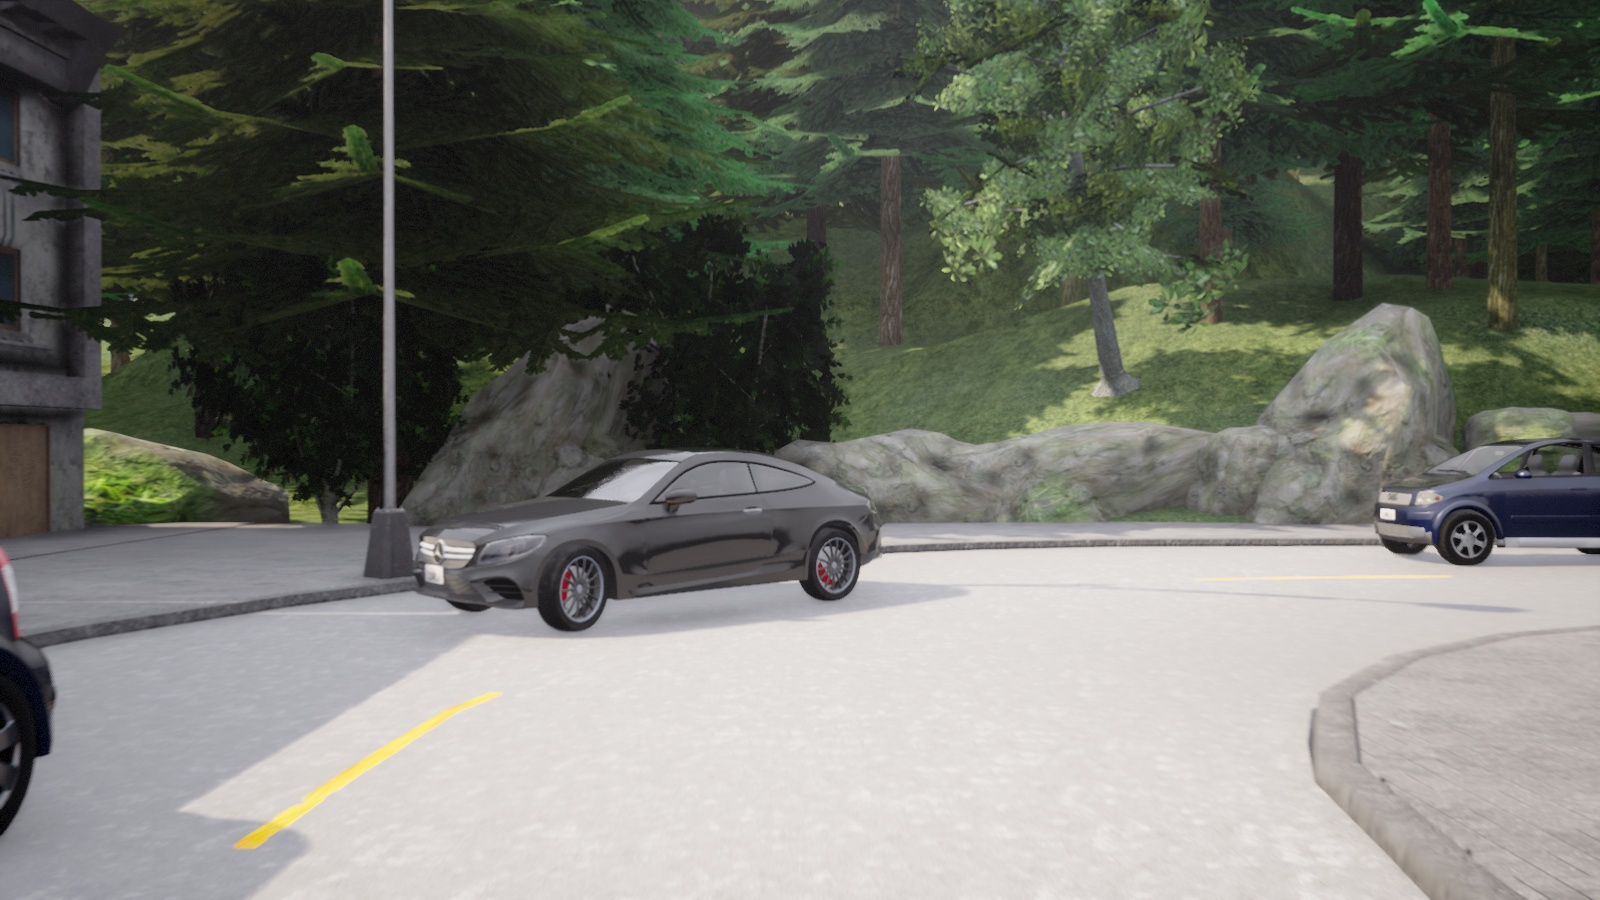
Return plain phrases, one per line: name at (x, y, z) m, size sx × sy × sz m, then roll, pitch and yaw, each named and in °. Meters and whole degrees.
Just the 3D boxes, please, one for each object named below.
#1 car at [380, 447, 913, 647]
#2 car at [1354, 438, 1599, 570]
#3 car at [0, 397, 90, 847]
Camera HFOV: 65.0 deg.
car at (-1.209, 0.709, 11.527) m, size 4.674 × 1.442 × 1.812 m, roll -1°, pitch 1°, yaw -43°
car at (9.237, 0.646, 15.828) m, size 3.705 × 1.549 × 1.789 m, roll 0°, pitch 0°, yaw -1°
car at (-3.910, 0.624, 3.086) m, size 1.851 × 1.617 × 3.988 m, roll 0°, pitch 0°, yaw 5°
